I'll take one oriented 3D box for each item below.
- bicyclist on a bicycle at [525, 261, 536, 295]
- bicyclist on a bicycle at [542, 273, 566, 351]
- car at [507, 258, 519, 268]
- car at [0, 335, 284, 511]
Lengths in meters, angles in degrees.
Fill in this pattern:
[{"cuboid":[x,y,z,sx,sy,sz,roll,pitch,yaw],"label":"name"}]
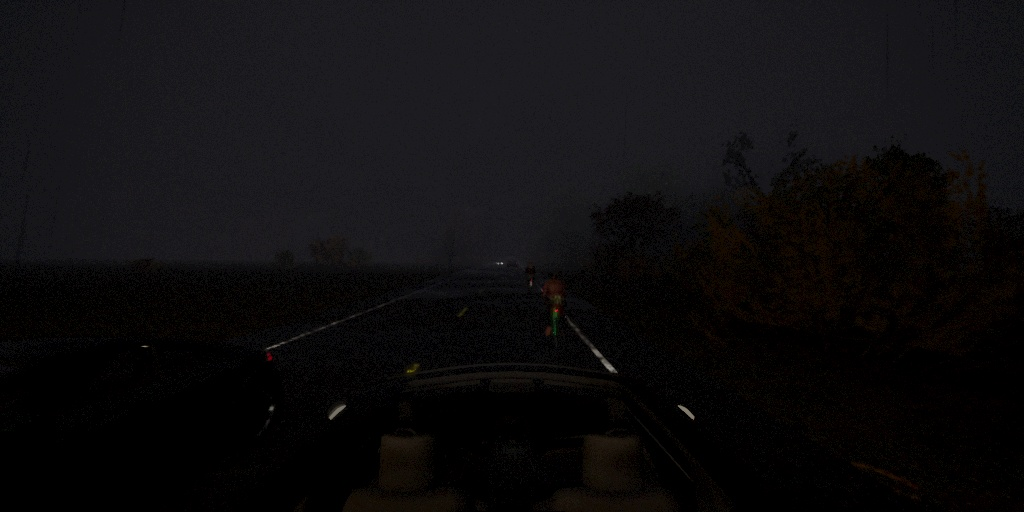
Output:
[{"cuboid":[0.963,1.120,18.613,0.659,1.776,1.843,0,0,0],"label":"bicyclist on a bicycle"},{"cuboid":[0.962,1.203,8.043,0.582,1.620,1.656,0,0,0],"label":"bicyclist on a bicycle"},{"cuboid":[0.100,1.313,60.919,1.994,1.385,4.181,0,0,0],"label":"car"},{"cuboid":[-3.601,1.314,2.381,1.994,1.385,4.181,0,0,0],"label":"car"}]
